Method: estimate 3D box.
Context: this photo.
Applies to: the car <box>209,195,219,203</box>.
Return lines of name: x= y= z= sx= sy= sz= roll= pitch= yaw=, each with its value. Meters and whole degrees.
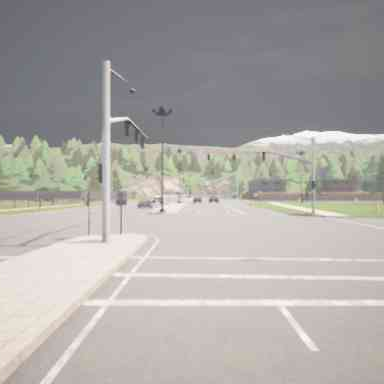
car: x=4.715 y=1.547 z=72.728 sx=2.097 sy=1.767 sz=4.553 roll=0 pitch=0 yaw=1

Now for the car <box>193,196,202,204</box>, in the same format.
car: x=1.216 y=1.717 z=72.820 sx=2.128 sy=1.511 sz=4.902 roll=0 pitch=0 yaw=1

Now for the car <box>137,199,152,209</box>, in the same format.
car: x=-7.257 y=1.780 z=51.488 sx=1.812 sy=1.442 sz=4.674 roll=0 pitch=0 yaw=1
